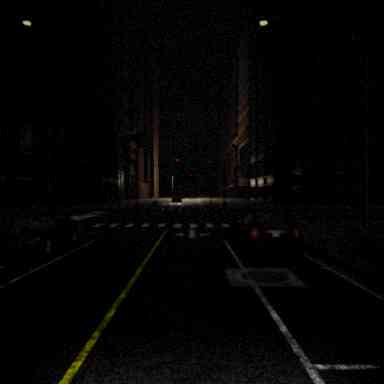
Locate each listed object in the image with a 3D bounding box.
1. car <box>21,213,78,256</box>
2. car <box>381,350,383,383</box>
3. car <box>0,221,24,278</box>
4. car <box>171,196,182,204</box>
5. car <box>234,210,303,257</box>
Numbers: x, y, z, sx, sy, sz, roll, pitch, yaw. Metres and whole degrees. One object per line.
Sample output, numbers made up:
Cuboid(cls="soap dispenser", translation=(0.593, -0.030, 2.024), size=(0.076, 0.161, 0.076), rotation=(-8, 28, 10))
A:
Cuboid(cls="car", translation=(-5.767, 1.541, 12.829), size=(2.008, 1.369, 4.403), rotation=(0, 0, 0))
Cuboid(cls="car", translation=(2.759, 1.565, 1.558), size=(1.947, 1.339, 4.313), rotation=(0, 0, 0))
Cuboid(cls="car", translation=(-5.766, 1.560, 7.192), size=(1.947, 1.339, 4.313), rotation=(0, 0, 0))
Cuboid(cls="car", translation=(-3.032, 1.537, 65.524), size=(1.994, 1.385, 4.181), rotation=(0, 0, 0))
Cuboid(cls="car", translation=(2.758, 1.431, 12.830), size=(1.967, 1.590, 4.097), rotation=(0, 0, 0))
